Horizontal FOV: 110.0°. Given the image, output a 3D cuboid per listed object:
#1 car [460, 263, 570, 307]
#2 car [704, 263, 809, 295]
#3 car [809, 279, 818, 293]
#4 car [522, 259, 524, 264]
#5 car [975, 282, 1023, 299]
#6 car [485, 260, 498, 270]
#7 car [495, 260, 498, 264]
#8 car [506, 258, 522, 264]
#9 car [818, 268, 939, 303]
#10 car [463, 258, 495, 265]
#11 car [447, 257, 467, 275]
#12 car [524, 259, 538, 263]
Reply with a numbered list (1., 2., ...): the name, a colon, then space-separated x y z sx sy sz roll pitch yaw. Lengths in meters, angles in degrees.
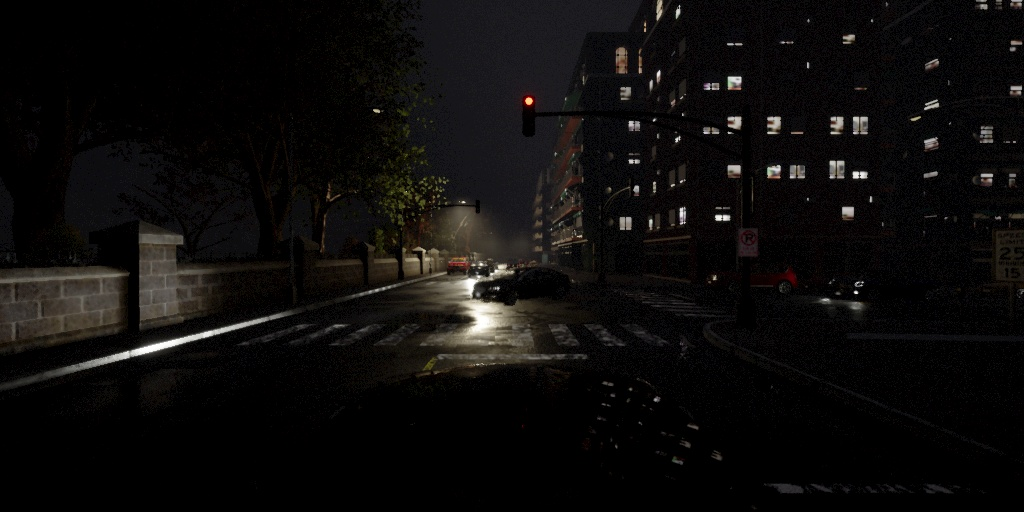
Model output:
1. car: 0.496 1.239 15.649 4.902 1.511 2.128 0 0 -41
2. car: 14.612 1.338 21.966 5.009 1.841 2.192 0 0 0
3. car: 20.307 1.671 21.980 4.507 1.381 1.888 0 0 0
4. car: 2.725 1.307 49.631 1.888 1.381 4.507 0 0 0
5. car: 31.528 1.857 22.006 4.829 1.417 1.751 0 0 0
6. car: -3.053 1.290 53.843 1.812 1.442 4.674 0 0 0
7. car: -3.067 1.263 43.676 1.837 1.490 4.892 0 0 0
8. car: 0.141 1.309 49.731 2.033 1.411 5.357 0 0 -1
9. car: 19.882 1.480 19.383 4.553 1.767 2.097 1 0 0
10. car: -3.078 1.245 34.325 2.128 1.511 4.902 0 0 0
11. car: -5.664 1.070 38.566 2.192 1.841 5.009 0 0 0
12. car: 2.721 1.283 44.266 1.751 1.417 4.829 0 0 0
